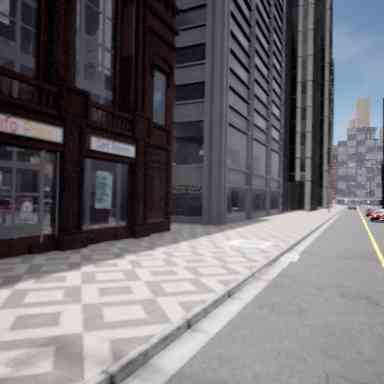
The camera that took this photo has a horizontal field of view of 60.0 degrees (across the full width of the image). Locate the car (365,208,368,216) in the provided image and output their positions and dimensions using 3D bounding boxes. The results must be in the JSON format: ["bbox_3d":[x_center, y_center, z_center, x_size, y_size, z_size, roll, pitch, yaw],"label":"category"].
[{"bbox_3d":[25.625,2.819,46.863,1.994,1.385,4.181,1,-1,26],"label":"car"}]

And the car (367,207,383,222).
[{"bbox_3d":[20.458,2.574,36.184,1.895,1.301,4.718,1,-1,26],"label":"car"}]

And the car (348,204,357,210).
[{"bbox_3d":[40.579,3.805,84.312,1.994,1.385,4.181,1,-1,26],"label":"car"}]
